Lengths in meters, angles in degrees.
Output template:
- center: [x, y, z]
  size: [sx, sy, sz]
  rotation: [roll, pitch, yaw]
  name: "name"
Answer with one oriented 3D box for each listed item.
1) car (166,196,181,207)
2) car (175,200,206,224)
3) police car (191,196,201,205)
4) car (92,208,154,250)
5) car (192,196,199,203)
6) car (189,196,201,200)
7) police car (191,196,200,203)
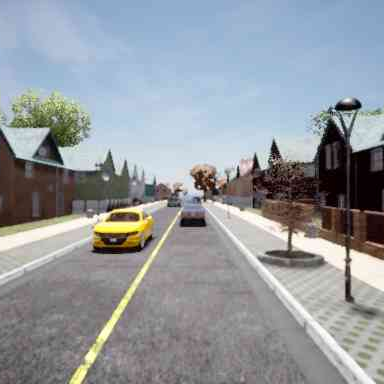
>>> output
- center: [-2.811, 1.464, 52.087]
  size: [2.097, 1.767, 4.553]
  rotation: [0, 0, 0]
  name: "car"
- center: [0.074, 1.551, 24.609]
  size: [2.033, 1.411, 5.357]
  rotation: [0, 0, 0]
  name: "car"
- center: [0.825, 1.654, 67.598]
  size: [1.930, 1.638, 5.238]
  rotation: [0, 0, 0]
  name: "police car"
- center: [-2.831, 1.473, 14.520]
  size: [1.882, 1.535, 5.008]
  rotation: [0, 0, 0]
  name: "car"
- center: [0.825, 1.816, 83.678]
  size: [1.801, 1.575, 5.366]
  rotation: [0, 0, 0]
  name: "car"
- center: [0.087, 1.629, 43.651]
  size: [1.994, 1.385, 4.181]
  rotation: [0, 0, 0]
  name: "car"
- center: [0.825, 1.736, 77.598]
  size: [1.930, 1.638, 5.238]
  rotation: [0, 0, 0]
  name: "police car"
